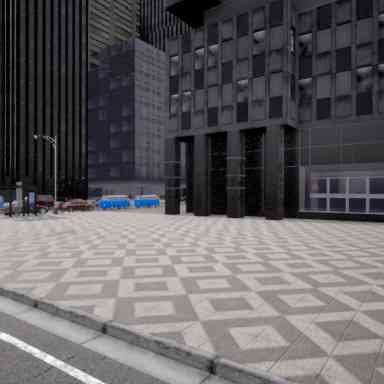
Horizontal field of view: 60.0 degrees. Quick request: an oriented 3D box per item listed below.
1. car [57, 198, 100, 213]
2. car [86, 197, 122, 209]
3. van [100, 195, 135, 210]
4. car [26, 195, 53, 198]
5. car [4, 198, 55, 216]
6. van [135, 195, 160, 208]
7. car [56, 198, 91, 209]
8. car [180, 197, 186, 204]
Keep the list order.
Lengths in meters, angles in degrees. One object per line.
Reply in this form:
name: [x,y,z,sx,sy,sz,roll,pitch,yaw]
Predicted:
car: [-12.712,1.575,36.548,1.802,1.307,4.206,0,0,35]
car: [-12.374,1.477,47.125,1.837,1.490,4.892,0,0,36]
van: [-9.420,1.331,41.174,1.690,1.788,3.998,0,0,35]
car: [-19.658,1.284,41.488,2.192,1.841,5.009,0,0,35]
car: [-16.004,1.548,31.922,2.008,1.369,4.403,0,0,35]
van: [-6.129,1.329,45.799,1.690,1.788,3.998,0,0,35]
car: [-16.367,1.547,46.115,1.802,1.307,4.206,0,0,35]
car: [0.454,1.568,55.052,1.802,1.307,4.206,0,0,35]
